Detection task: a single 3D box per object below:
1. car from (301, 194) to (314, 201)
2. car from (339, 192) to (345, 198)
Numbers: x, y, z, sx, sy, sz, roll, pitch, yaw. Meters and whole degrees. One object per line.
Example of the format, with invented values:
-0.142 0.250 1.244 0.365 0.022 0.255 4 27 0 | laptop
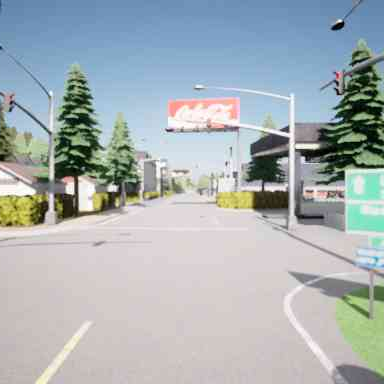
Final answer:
22.459 1.107 65.075 1.970 1.475 3.806 0 0 0 | car
34.858 0.990 72.874 2.007 1.523 4.514 0 0 0 | car
